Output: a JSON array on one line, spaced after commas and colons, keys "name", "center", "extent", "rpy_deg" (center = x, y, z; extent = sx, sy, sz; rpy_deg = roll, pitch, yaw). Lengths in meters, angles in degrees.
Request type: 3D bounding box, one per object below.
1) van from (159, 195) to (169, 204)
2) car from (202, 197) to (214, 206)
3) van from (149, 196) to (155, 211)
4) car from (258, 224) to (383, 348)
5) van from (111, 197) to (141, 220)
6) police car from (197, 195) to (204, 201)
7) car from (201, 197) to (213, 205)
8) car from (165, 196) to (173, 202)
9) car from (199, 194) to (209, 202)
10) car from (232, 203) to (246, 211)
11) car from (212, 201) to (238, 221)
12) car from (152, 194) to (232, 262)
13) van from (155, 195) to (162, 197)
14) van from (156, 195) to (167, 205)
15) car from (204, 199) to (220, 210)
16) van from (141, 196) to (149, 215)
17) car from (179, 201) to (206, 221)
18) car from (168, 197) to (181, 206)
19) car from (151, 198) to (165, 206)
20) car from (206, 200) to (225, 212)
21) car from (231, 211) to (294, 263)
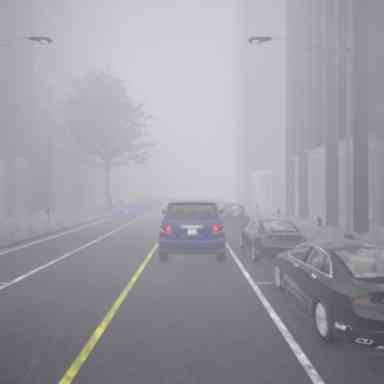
[{"name": "van", "center": [-5.783, 1.488, 68.073], "extent": [1.690, 1.788, 3.998], "rpy_deg": [0, 0, 0]}, {"name": "car", "center": [2.745, 1.644, 57.017], "extent": [1.752, 1.417, 4.829], "rpy_deg": [0, 0, 0]}, {"name": "van", "center": [-5.774, 1.421, 39.981], "extent": [1.690, 1.788, 3.998], "rpy_deg": [0, 0, 0]}, {"name": "car", "center": [2.762, 1.562, 6.278], "extent": [2.008, 1.369, 4.403], "rpy_deg": [0, 0, 0]}, {"name": "van", "center": [-5.770, 1.397, 28.744], "extent": [1.690, 1.788, 3.998], "rpy_deg": [0, 0, 0]}, {"name": "police car", "center": [2.336, 1.646, 94.654], "extent": [1.930, 1.638, 5.238], "rpy_deg": [0, 0, 0]}, {"name": "car", "center": [2.743, 1.698, 62.465], "extent": [1.947, 1.339, 4.313], "rpy_deg": [0, 0, 0]}, {"name": "car", "center": [-5.789, 1.717, 84.757], "extent": [1.752, 1.417, 4.829], "rpy_deg": [0, 0, 0]}, {"name": "car", "center": [2.738, 1.491, 79.323], "extent": [2.192, 1.841, 5.009], "rpy_deg": [0, 0, 0]}, {"name": "car", "center": [2.756, 1.484, 23.134], "extent": [1.967, 1.590, 4.097], "rpy_deg": [0, 0, 0]}, {"name": "car", "center": [2.754, 1.581, 28.923], "extent": [1.752, 1.417, 4.829], "rpy_deg": [0, 0, 0]}, {"name": "car", "center": [0.025, 1.246, 12.379], "extent": [2.150, 2.045, 5.566], "rpy_deg": [0, 0, 0]}, {"name": "van", "center": [-5.778, 1.447, 51.218], "extent": [1.690, 1.788, 3.998], "rpy_deg": [0, 0, 0]}, {"name": "van", "center": [-5.782, 1.474, 62.454], "extent": [1.690, 1.788, 3.998], "rpy_deg": [0, 0, 0]}, {"name": "car", "center": [2.749, 1.658, 45.609], "extent": [1.947, 1.339, 4.313], "rpy_deg": [0, 0, 0]}, {"name": "van", "center": [-5.772, 1.408, 34.362], "extent": [1.690, 1.788, 3.998], "rpy_deg": [0, 0, 0]}, {"name": "car", "center": [0.033, 1.547, 28.508], "extent": [2.128, 1.511, 4.902], "rpy_deg": [0, 0, 1]}, {"name": "car", "center": [-3.078, 1.685, 58.125], "extent": [1.994, 1.385, 4.181], "rpy_deg": [0, 0, 0]}, {"name": "car", "center": [-5.780, 1.663, 56.835], "extent": [1.887, 1.381, 4.507], "rpy_deg": [0, 0, 0]}, {"name": "car", "center": [2.751, 1.645, 39.990], "extent": [1.947, 1.339, 4.313], "rpy_deg": [0, 0, 0]}, {"name": "car", "center": [2.760, 1.573, 11.896], "extent": [2.008, 1.369, 4.403], "rpy_deg": [0, 0, 0]}]
